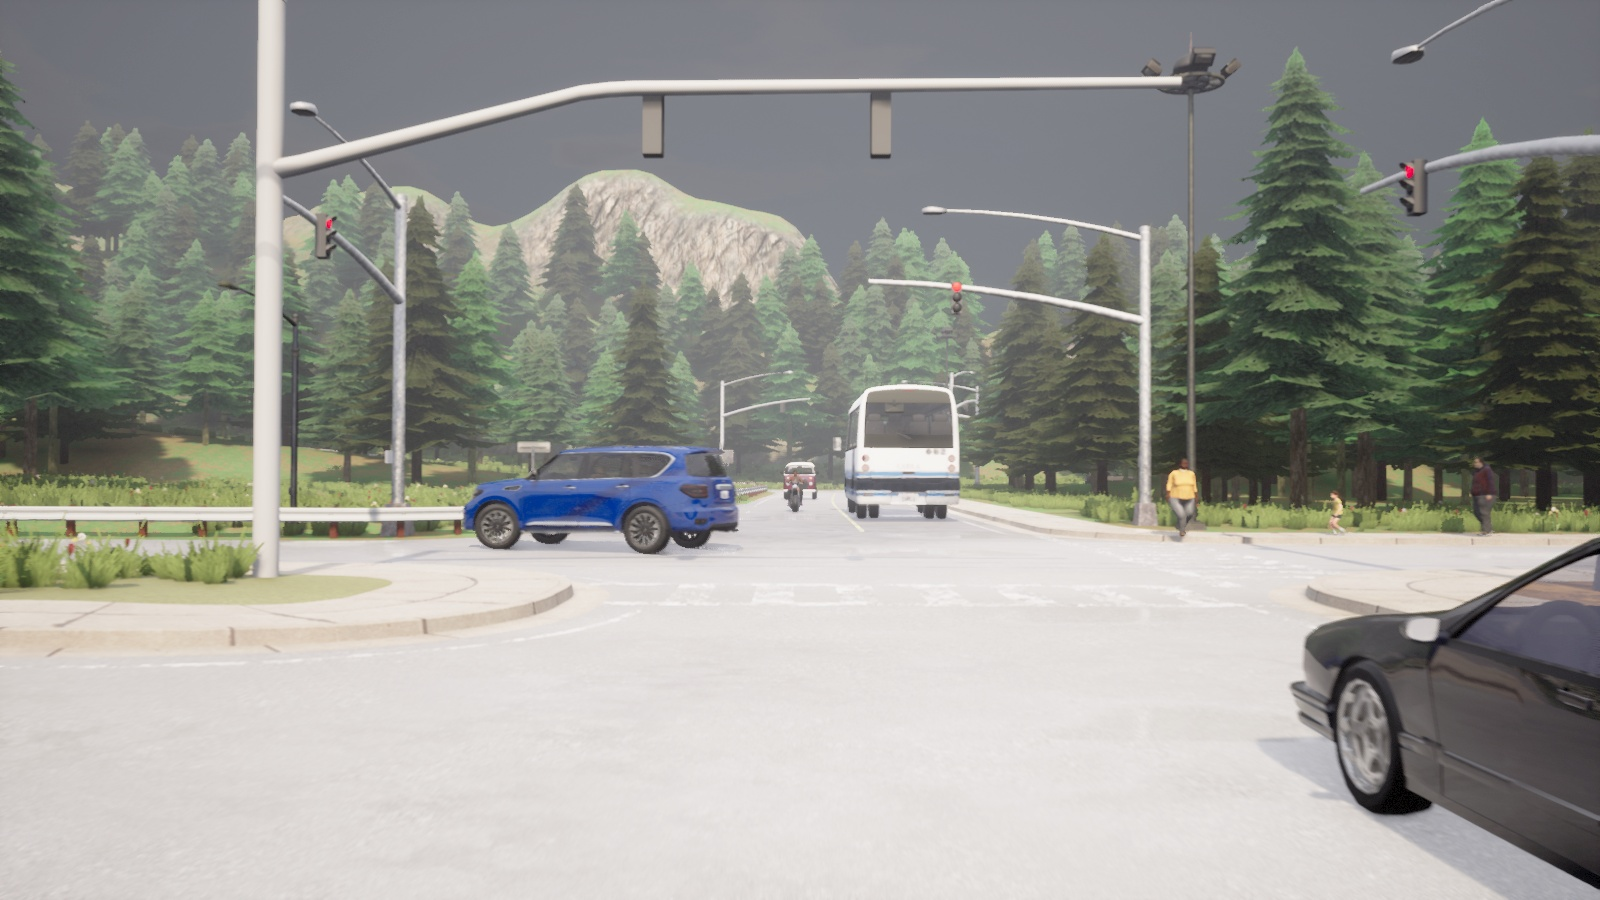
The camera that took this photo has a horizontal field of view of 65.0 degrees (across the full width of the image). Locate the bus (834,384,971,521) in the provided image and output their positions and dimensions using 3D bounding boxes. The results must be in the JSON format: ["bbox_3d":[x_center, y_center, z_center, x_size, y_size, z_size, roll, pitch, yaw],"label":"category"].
[{"bbox_3d":[3.342,0.158,44.359,3.944,4.253,10.273,0,-1,0],"label":"bus"}]

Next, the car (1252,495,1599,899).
[{"bbox_3d":[3.486,0.914,4.164,2.033,1.411,5.357,0,-1,0],"label":"car"}]

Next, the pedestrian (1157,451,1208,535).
[{"bbox_3d":[8.581,0.962,28.202,0.874,1.855,0.900,0,-1,1],"label":"pedestrian"}]

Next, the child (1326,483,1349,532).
[{"bbox_3d":[12.309,1.304,28.763,0.394,1.110,0.255,0,-1,-5],"label":"child"}]

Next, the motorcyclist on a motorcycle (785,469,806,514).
[{"bbox_3d":[-0.162,1.547,47.312,0.766,1.649,2.350,0,-1,0],"label":"motorcyclist on a motorcycle"}]

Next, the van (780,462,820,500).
[{"bbox_3d":[0.040,1.668,68.446,2.069,2.038,4.480,0,-1,2],"label":"van"}]

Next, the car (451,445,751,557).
[{"bbox_3d":[-3.951,0.978,24.965,5.566,2.045,2.150,-1,-1,21],"label":"car"}]

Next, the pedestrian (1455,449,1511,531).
[{"bbox_3d":[15.514,0.908,28.542,0.899,1.844,0.634,0,-1,-2],"label":"pedestrian"}]
